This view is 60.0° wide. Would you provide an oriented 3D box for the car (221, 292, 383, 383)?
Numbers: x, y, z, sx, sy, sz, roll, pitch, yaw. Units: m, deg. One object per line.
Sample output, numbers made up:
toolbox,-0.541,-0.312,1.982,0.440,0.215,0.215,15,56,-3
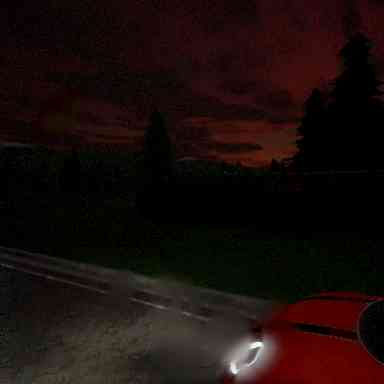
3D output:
car,2.433,1.355,2.267,4.553,1.767,2.097,0,0,35
